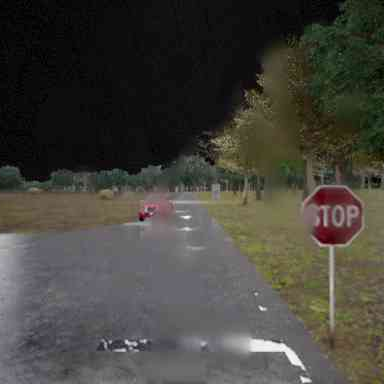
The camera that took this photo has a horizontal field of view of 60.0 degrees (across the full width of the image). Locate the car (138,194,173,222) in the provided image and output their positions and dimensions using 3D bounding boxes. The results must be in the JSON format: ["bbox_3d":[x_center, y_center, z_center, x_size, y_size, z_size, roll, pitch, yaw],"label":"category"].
[{"bbox_3d":[-2.803,1.224,26.999,2.150,2.045,5.566,0,0,3],"label":"car"}]
